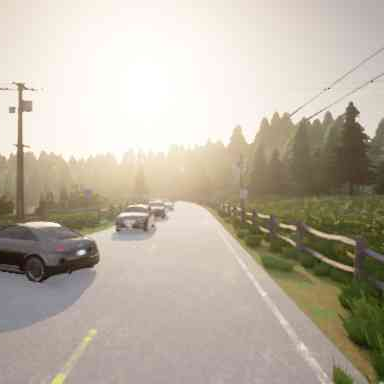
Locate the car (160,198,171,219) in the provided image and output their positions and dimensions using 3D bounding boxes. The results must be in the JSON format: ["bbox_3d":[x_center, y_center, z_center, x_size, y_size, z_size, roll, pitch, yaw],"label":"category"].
[{"bbox_3d":[-3.323,1.588,30.555,1.882,1.535,5.008,0,0,0],"label":"car"}]

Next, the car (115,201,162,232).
[{"bbox_3d":[-3.397,1.566,20.698,2.128,1.511,4.902,0,0,1],"label":"car"}]

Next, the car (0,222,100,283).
[{"bbox_3d":[-4.790,1.570,9.649,4.181,1.385,1.994,0,0,24],"label":"car"}]

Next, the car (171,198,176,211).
[{"bbox_3d":[-3.422,1.684,44.039,1.812,1.442,4.674,0,0,-1],"label":"car"}]

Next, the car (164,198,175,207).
[{"bbox_3d":[-4.008,1.775,59.896,1.837,1.490,4.892,0,0,-4],"label":"car"}]
